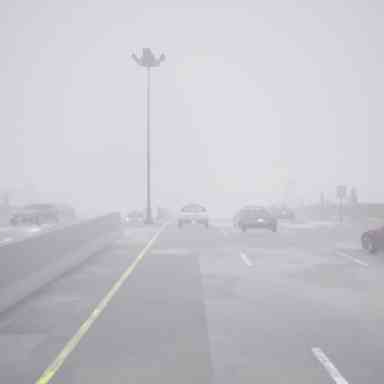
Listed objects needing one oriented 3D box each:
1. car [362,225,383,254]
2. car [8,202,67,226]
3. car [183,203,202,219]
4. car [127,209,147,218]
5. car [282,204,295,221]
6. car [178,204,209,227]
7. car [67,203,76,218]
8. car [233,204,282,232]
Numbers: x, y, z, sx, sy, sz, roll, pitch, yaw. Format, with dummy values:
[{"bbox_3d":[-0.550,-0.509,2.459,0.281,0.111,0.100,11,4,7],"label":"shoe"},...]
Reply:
[{"bbox_3d":[7.097,1.464,10.187,1.812,1.442,4.674,0,0,0],"label":"car"},{"bbox_3d":[-10.595,1.463,22.844,1.837,1.490,4.892,0,-1,0],"label":"car"},{"bbox_3d":[0.089,2.295,39.793,2.097,1.767,4.553,0,-5,0],"label":"car"},{"bbox_3d":[-7.036,2.862,42.926,1.895,1.301,4.718,0,-6,0],"label":"car"},{"bbox_3d":[7.092,1.682,27.695,1.994,1.385,4.181,0,-2,0],"label":"car"},{"bbox_3d":[0.093,1.547,22.152,1.895,1.301,4.718,0,-1,0],"label":"car"},{"bbox_3d":[-14.063,1.936,35.523,2.097,1.767,4.553,0,-4,0],"label":"car"},{"bbox_3d":[3.594,1.473,19.452,1.994,1.385,4.181,0,0,0],"label":"car"}]
